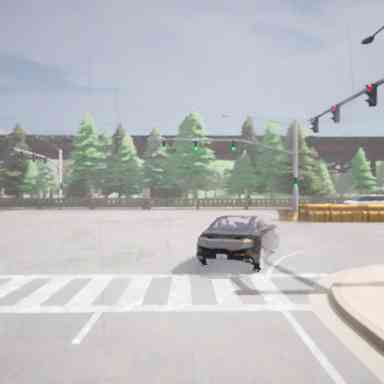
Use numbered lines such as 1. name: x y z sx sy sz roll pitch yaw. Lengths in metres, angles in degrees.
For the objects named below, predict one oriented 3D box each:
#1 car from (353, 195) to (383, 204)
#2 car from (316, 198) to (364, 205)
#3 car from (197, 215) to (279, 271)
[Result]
1. car: 17.477 1.281 33.791 5.566 2.045 2.150 0 0 -2
2. car: 12.398 1.543 30.110 4.902 1.511 2.128 0 0 -2
3. car: 1.691 1.512 11.170 2.128 1.511 4.902 0 0 22
